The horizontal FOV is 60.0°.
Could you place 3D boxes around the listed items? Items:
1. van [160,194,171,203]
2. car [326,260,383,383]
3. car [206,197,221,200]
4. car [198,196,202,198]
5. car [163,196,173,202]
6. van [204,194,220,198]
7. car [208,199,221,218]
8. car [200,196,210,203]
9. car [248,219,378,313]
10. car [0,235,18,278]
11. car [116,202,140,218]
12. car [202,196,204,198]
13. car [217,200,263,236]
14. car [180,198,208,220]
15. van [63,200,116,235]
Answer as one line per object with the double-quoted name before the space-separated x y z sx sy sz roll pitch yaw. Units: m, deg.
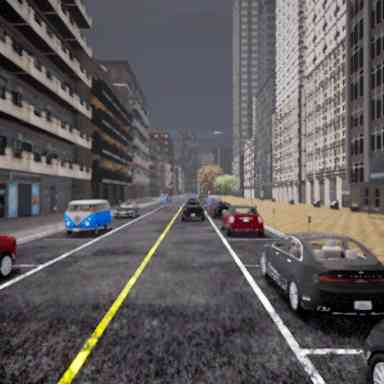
"van" -5.709 1.382 68.168 1.690 1.788 3.998 0 0 0
"car" 2.693 1.551 1.896 2.008 1.369 4.403 0 0 0
"car" 2.682 1.552 35.033 1.887 1.381 4.507 0 0 0
"car" 0.085 1.544 46.803 1.812 1.442 4.674 0 0 0
"car" -5.714 1.623 79.213 1.947 1.339 4.313 0 0 0
"van" 2.681 1.353 40.557 1.690 1.788 3.998 0 0 0
"car" 2.684 1.570 29.510 1.947 1.339 4.313 0 0 0
"car" 2.671 1.607 68.169 1.947 1.339 4.313 0 0 0
"car" 2.691 1.550 7.420 2.008 1.369 4.403 0 0 0
"car" -5.690 1.544 7.417 1.887 1.381 4.507 0 0 0
"car" -5.697 1.555 29.508 2.008 1.369 4.403 0 0 0
"car" 2.678 1.568 46.079 2.008 1.369 4.403 0 0 0
"car" 2.688 1.440 18.464 1.967 1.590 4.097 0 0 0
"car" 0.090 1.509 28.135 1.837 1.490 4.892 0 0 0
"van" -5.693 1.341 18.462 1.690 1.788 3.998 0 0 0
